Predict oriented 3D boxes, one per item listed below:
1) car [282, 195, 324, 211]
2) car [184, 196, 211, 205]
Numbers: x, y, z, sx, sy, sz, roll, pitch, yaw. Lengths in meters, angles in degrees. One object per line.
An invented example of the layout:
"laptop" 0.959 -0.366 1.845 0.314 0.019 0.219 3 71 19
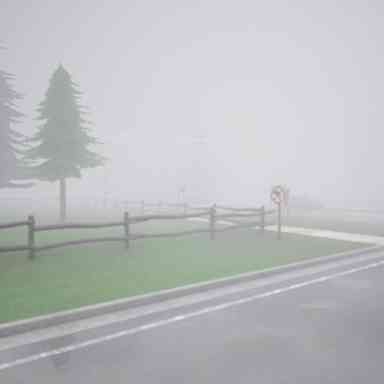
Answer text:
"car" 12.099 1.090 36.444 2.097 1.767 4.553 -1 0 -34
"car" 0.680 1.280 52.865 2.033 1.411 5.357 -1 0 -35
